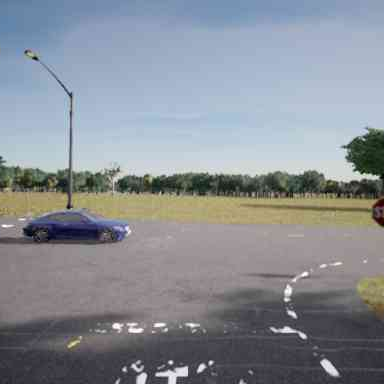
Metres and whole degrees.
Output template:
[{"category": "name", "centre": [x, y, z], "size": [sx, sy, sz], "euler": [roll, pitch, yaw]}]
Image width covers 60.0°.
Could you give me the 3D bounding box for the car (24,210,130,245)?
[{"category": "car", "centre": [-5.196, 1.549, 15.250], "size": [4.674, 1.442, 1.812], "euler": [1, 0, 0]}]
